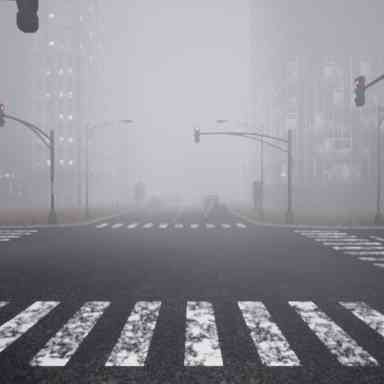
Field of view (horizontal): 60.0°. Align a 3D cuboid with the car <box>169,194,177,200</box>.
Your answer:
[{"bbox_3d":[-5.344,1.380,92.854,1.967,1.590,4.097,-1,0,0],"label":"car"}]

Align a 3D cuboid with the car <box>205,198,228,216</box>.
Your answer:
[{"bbox_3d":[2.516,1.568,32.111,1.802,1.307,4.206,-1,0,0],"label":"car"}]

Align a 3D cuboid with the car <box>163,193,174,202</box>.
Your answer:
[{"bbox_3d":[-5.343,1.270,76.281,2.192,1.841,5.009,-1,0,0],"label":"car"}]

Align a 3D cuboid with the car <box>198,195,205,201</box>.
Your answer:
[{"bbox_3d":[2.538,1.470,87.526,1.752,1.417,4.829,-1,0,0],"label":"car"}]

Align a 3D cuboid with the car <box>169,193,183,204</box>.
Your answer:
[{"bbox_3d":[-2.762,1.317,64.375,2.097,1.767,4.553,0,0,0],"label":"car"}]

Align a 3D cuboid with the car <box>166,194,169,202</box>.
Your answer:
[{"bbox_3d":[-5.340,1.400,70.756,1.967,1.590,4.097,-1,0,0],"label":"car"}]

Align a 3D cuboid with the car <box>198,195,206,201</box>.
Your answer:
[{"bbox_3d":[2.540,1.532,81.832,1.802,1.307,4.206,-1,0,0],"label":"car"}]

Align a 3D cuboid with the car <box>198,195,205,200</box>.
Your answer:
[{"bbox_3d":[2.537,1.484,92.881,1.887,1.381,4.507,-1,0,0],"label":"car"}]

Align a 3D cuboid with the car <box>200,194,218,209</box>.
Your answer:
[{"bbox_3d":[2.531,1.295,43.160,2.192,1.841,5.009,-1,0,0],"label":"car"}]

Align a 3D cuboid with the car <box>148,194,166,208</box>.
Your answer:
[{"bbox_3d":[-5.336,1.417,48.658,1.967,1.590,4.097,-1,0,0],"label":"car"}]

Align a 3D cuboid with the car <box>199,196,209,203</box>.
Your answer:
[{"bbox_3d":[2.541,1.504,70.782,1.887,1.381,4.507,-1,0,0],"label":"car"}]

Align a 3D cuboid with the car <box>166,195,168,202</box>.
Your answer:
[{"bbox_3d":[-5.335,1.555,54.183,1.802,1.307,4.206,-1,0,0],"label":"car"}]
